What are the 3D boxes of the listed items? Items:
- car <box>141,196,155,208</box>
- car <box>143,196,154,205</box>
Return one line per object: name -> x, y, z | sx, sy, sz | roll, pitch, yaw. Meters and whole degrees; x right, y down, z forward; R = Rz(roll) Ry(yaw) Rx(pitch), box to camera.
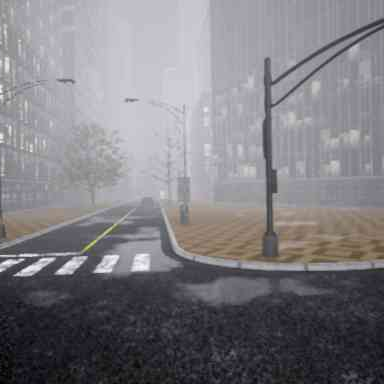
car -> -6.427, 1.451, 48.533 | 1.837, 1.490, 4.892 | -1, 0, -6
car -> -7.635, 1.466, 58.870 | 1.812, 1.442, 4.674 | -1, 0, -6
